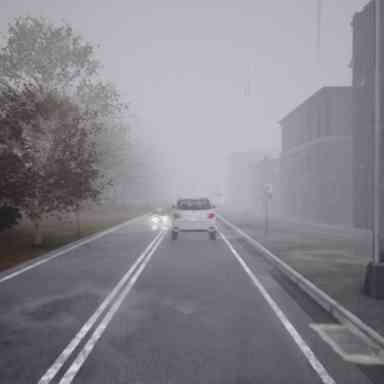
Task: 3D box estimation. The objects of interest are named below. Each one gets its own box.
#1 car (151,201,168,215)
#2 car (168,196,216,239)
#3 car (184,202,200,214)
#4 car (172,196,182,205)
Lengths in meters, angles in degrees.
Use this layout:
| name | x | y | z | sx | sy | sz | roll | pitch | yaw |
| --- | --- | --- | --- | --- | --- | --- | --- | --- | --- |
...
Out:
| name | x | y | z | sx | sy | sz | roll | pitch | yaw |
| --- | --- | --- | --- | --- | --- | --- | --- | --- | --- |
| car | -3.415 | 1.789 | 37.137 | 2.128 | 1.511 | 4.902 | 0 | -1 | 0 |
| car | 0.083 | 1.288 | 17.917 | 2.150 | 2.045 | 5.566 | 0 | 0 | 0 |
| car | 0.006 | 1.989 | 42.410 | 1.895 | 1.301 | 4.718 | 0 | -1 | 0 |
| car | -3.560 | 1.960 | 78.243 | 2.150 | 2.045 | 5.566 | 0 | -1 | 0 |
